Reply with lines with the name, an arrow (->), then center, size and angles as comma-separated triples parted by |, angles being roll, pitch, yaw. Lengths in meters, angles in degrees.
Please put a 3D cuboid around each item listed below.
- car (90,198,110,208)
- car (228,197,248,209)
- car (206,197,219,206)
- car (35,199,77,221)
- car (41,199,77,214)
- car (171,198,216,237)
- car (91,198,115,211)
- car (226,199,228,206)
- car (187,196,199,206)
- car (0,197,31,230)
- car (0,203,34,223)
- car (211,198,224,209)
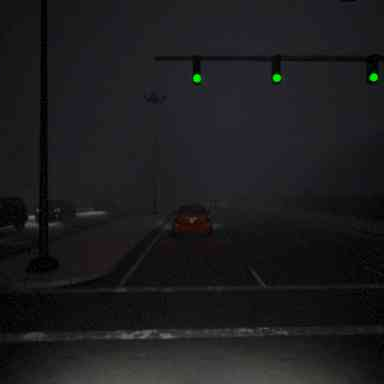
car -> -14.879, 1.762, 53.849 | 1.837, 1.490, 4.892 | 0, 0, 0
car -> 7.094, 1.556, 49.888 | 2.097, 1.767, 4.553 | 0, 0, 0
car -> 3.662, 1.737, 59.859 | 2.128, 1.511, 4.902 | 0, 0, 0
car -> -11.577, 1.471, 28.544 | 2.097, 1.767, 4.553 | 0, 0, 0
car -> -15.055, 1.649, 38.011 | 2.128, 1.511, 4.902 | 0, 0, 0
car -> 0.004, 1.429, 18.560 | 2.097, 1.767, 4.553 | 0, 0, 0
car -> -11.519, 1.673, 43.950 | 2.128, 1.511, 4.902 | 0, 0, 1
car -> 7.161, 1.792, 59.838 | 2.033, 1.411, 5.357 | 0, 0, 0
car -> 0.161, 1.598, 59.852 | 2.097, 1.767, 4.553 | 0, 0, 0
car -> -11.590, 1.301, 19.076 | 2.150, 2.045, 5.566 | 0, 0, 1
car -> -15.082, 1.678, 27.480 | 1.994, 1.385, 4.181 | 0, 0, 0
car -> 3.592, 1.804, 49.554 | 1.895, 1.301, 4.718 | 0, 0, 0
